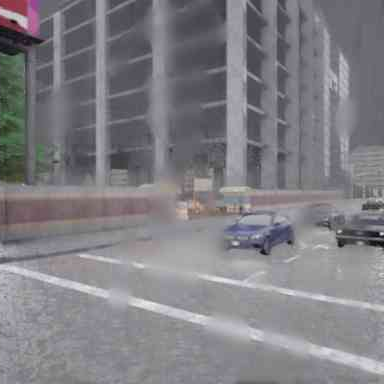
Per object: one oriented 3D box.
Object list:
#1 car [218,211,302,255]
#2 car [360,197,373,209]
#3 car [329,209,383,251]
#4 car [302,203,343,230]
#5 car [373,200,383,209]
[{"bbox_3d":[2.819,1.537,13.612,1.812,1.442,4.674,0,0,34],"label":"car"},{"bbox_3d":[21.232,1.611,39.045,1.895,1.301,4.718,0,0,36],"label":"car"},{"bbox_3d":[7.564,1.605,14.237,1.895,1.301,4.718,0,0,36],"label":"car"},{"bbox_3d":[8.458,1.514,21.458,1.837,1.490,4.892,0,0,36],"label":"car"},{"bbox_3d":[15.117,1.356,24.698,2.097,1.767,4.553,0,0,35],"label":"car"}]
